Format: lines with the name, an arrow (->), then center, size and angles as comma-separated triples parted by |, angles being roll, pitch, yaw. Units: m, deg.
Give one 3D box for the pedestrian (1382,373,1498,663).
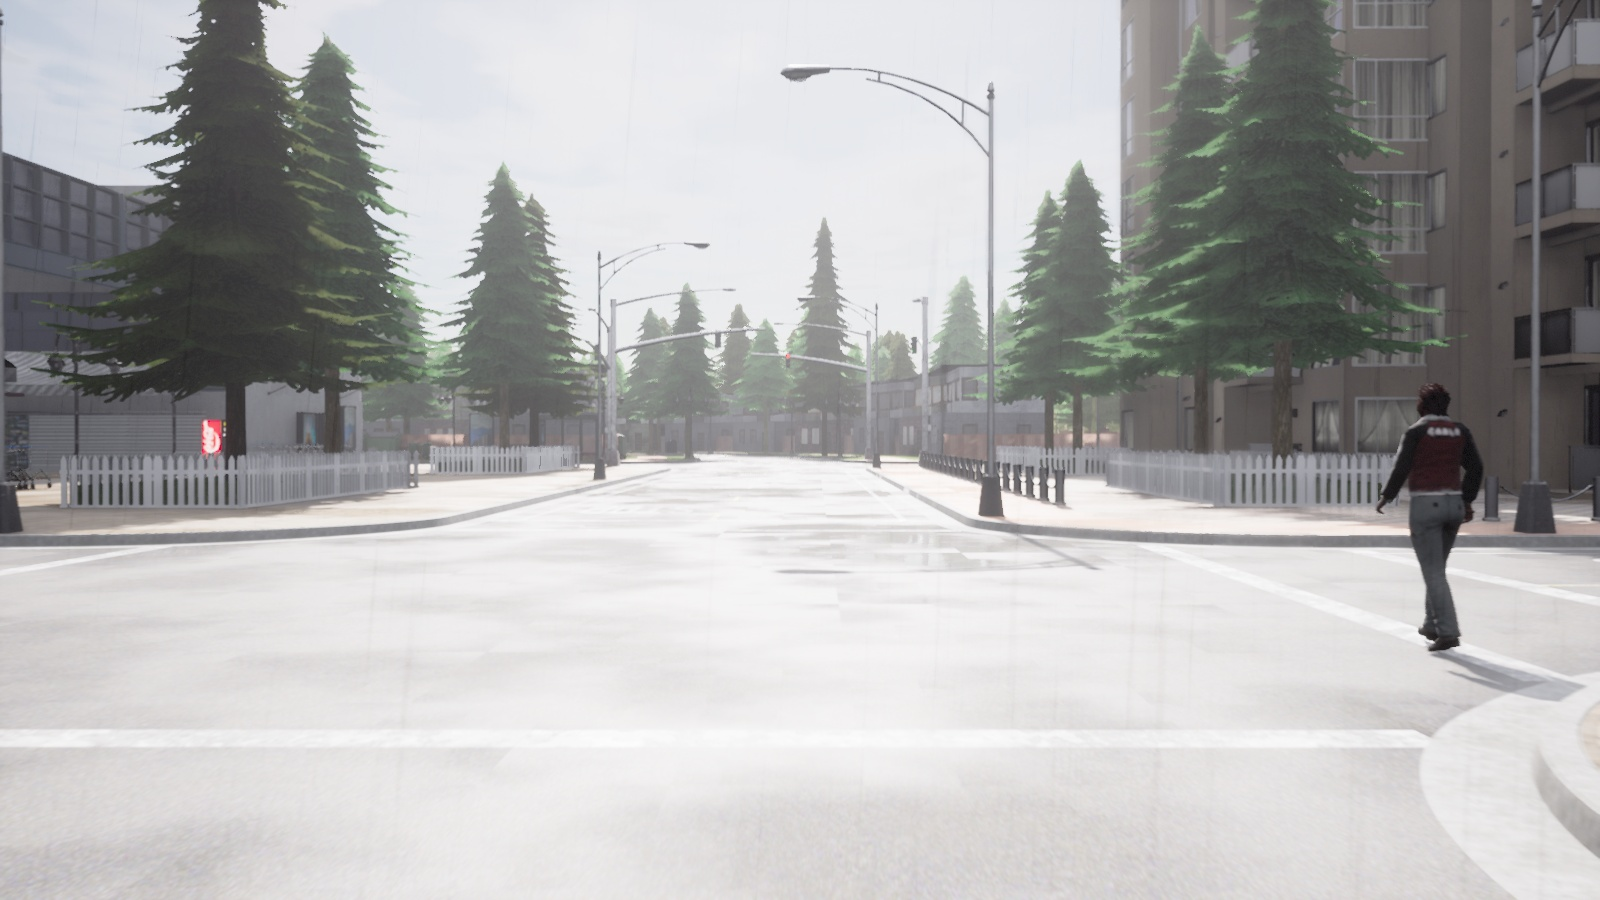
pedestrian -> 4.423, 0.448, 8.710 | 0.402, 1.930, 0.666 | 0, 1, -7
